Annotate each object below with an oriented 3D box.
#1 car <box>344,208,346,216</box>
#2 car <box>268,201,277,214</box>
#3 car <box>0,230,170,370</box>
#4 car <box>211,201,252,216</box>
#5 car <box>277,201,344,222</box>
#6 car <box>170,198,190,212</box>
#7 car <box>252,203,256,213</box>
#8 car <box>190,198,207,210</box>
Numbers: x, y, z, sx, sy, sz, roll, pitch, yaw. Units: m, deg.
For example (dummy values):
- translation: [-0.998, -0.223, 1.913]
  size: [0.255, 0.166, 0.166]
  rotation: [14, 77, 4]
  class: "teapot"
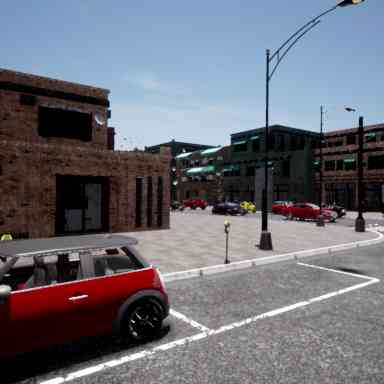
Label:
- translation: [12.902, 1.812, 32.652]
  size: [1.947, 1.339, 4.313]
  rotation: [0, -1, -35]
  class: "car"
- translation: [9.735, 1.739, 37.209]
  size: [1.967, 1.590, 4.097]
  rotation: [0, -1, -35]
  class: "car"
- translation: [-2.435, 1.440, 4.808]
  size: [4.097, 1.590, 1.967]
  rotation: [0, 1, -36]
  class: "car"
- translation: [3.917, 1.789, 35.444]
  size: [1.994, 1.385, 4.181]
  rotation: [1, -1, -35]
  class: "car"
- translation: [9.574, 1.656, 27.255]
  size: [1.812, 1.442, 4.674]
  rotation: [1, -1, -34]
  class: "car"
- translation: [-2.791, 1.841, 45.107]
  size: [1.837, 1.490, 4.892]
  rotation: [1, -1, -35]
  class: "car"
- translation: [6.471, 1.879, 41.903]
  size: [1.752, 1.417, 4.829]
  rotation: [0, -1, -35]
  class: "car"
- translation: [0.233, 1.773, 50.876]
  size: [2.192, 1.841, 5.009]
  rotation: [0, -1, -35]
  class: "car"
